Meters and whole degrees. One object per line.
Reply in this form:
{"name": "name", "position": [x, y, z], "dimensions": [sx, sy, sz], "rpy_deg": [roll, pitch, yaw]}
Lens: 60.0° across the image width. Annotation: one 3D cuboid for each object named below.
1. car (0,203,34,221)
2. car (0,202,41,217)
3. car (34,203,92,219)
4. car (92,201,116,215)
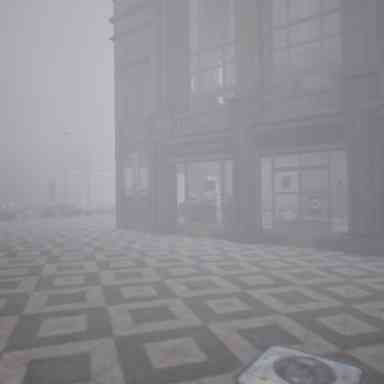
{"name": "car", "position": [-14.884, 1.621, 25.332], "dimensions": [2.008, 1.369, 4.403], "rpy_deg": [-2, -1, 35]}
{"name": "car", "position": [-18.545, 1.796, 34.910], "dimensions": [2.008, 1.369, 4.403], "rpy_deg": [-2, -1, 35]}
{"name": "car", "position": [-11.607, 1.656, 29.960], "dimensions": [1.947, 1.339, 4.313], "rpy_deg": [-2, -1, 35]}
{"name": "car", "position": [-8.233, 1.641, 34.724], "dimensions": [1.752, 1.417, 4.829], "rpy_deg": [-2, -1, 35]}
